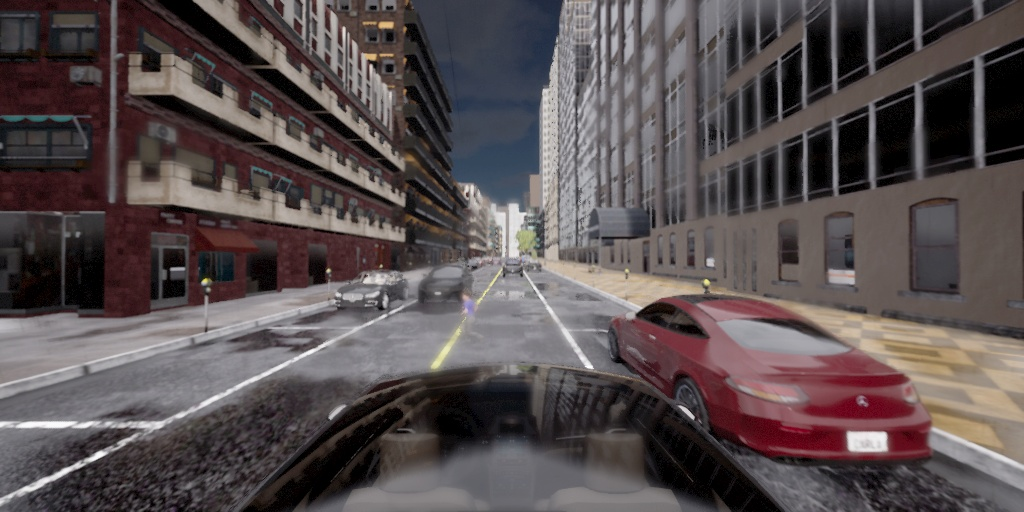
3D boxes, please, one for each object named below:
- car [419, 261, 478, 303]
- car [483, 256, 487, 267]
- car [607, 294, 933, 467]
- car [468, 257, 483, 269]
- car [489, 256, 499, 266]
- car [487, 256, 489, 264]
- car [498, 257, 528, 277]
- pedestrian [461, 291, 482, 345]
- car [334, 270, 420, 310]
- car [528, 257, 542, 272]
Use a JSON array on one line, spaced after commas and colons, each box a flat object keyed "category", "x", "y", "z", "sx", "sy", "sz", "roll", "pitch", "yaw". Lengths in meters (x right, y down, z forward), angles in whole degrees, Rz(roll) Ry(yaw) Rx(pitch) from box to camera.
[{"category": "car", "x": -2.850, "y": 1.151, "z": 16.267, "sx": 1.882, "sy": 1.535, "sz": 5.008, "roll": 0, "pitch": 0, "yaw": 0}, {"category": "car", "x": -5.316, "y": 0.917, "z": 53.627, "sx": 1.967, "sy": 1.591, "sz": 4.097, "roll": 0, "pitch": 0, "yaw": 0}, {"category": "car", "x": 2.750, "y": 1.258, "z": 5.077, "sx": 1.812, "sy": 1.442, "sz": 4.674, "roll": 0, "pitch": 0, "yaw": 0}, {"category": "car", "x": -5.316, "y": 1.073, "z": 47.981, "sx": 1.948, "sy": 1.339, "sz": 4.313, "roll": 0, "pitch": 0, "yaw": 0}, {"category": "car", "x": -2.756, "y": 0.953, "z": 63.569, "sx": 1.812, "sy": 1.442, "sz": 4.674, "roll": 0, "pitch": 0, "yaw": 0}, {"category": "car", "x": -5.316, "y": 1.030, "z": 59.274, "sx": 1.802, "sy": 1.307, "sz": 4.207, "roll": 0, "pitch": 0, "yaw": 0}, {"category": "car", "x": 0.086, "y": 1.077, "z": 33.083, "sx": 2.128, "sy": 1.511, "sz": 4.902, "roll": 0, "pitch": 0, "yaw": 0}, {"category": "pedestrian", "x": -0.922, "y": 1.291, "z": 7.923, "sx": 0.375, "sy": 1.300, "sz": 0.375, "roll": 1, "pitch": 0, "yaw": 0}, {"category": "car", "x": -5.315, "y": 1.235, "z": 14.102, "sx": 2.007, "sy": 1.370, "sz": 4.403, "roll": 0, "pitch": 0, "yaw": 0}, {"category": "car", "x": 2.565, "y": 1.088, "z": 42.148, "sx": 2.007, "sy": 1.370, "sz": 4.403, "roll": 0, "pitch": 0, "yaw": 0}]
